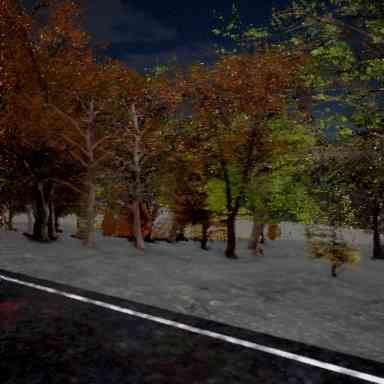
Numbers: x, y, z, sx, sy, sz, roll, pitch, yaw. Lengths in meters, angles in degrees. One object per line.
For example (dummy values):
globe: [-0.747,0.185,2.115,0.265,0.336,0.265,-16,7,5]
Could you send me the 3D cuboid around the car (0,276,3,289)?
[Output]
car: [-6.799,1.569,8.412,5.357,1.411,2.033,5,-1,36]
